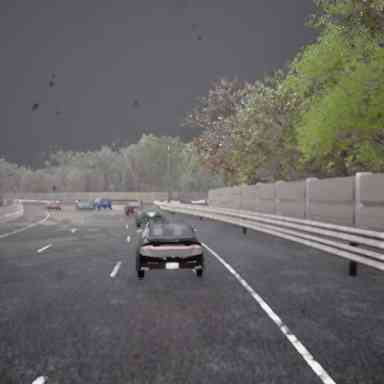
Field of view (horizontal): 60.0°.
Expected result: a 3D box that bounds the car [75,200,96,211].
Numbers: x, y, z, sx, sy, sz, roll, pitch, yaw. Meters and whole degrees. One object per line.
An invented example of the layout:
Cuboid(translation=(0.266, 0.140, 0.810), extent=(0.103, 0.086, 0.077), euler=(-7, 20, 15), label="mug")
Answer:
Cuboid(translation=(-16.639, 2.190, 50.863), extent=(2.033, 1.411, 5.357), euler=(0, -1, -28), label="car")

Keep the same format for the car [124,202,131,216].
Cuboid(translation=(-7.065, 1.977, 39.942), extent=(1.882, 1.535, 5.008), euler=(0, -1, -15), label="car")

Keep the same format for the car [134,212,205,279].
Cuboid(translation=(-0.756, 1.624, 10.596), extent=(2.128, 1.511, 4.902), euler=(0, -1, -6), label="car")

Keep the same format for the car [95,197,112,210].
Cuboid(translation=(-14.902, 1.912, 54.885), extent=(2.150, 2.045, 5.566), euler=(0, -1, -30), label="car")

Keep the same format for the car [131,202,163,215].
Cuboid(translation=(-3.297, 1.667, 25.284), extent=(2.097, 1.767, 4.553), euler=(0, -1, -13), label="car")

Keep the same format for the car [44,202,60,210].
Cuboid(translation=(-23.193, 2.264, 55.052), extent=(1.994, 1.385, 4.181), euler=(0, -1, -32), label="car")
